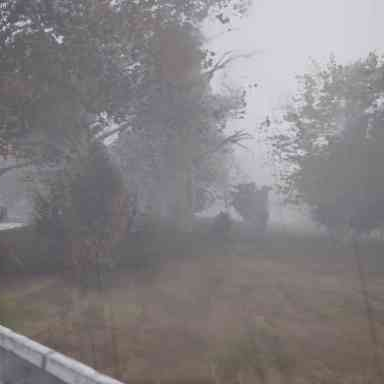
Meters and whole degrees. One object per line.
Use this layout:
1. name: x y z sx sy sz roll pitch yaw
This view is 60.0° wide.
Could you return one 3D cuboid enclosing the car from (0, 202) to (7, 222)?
1. car: -16.618 1.486 27.543 2.097 1.767 4.553 0 0 -25
